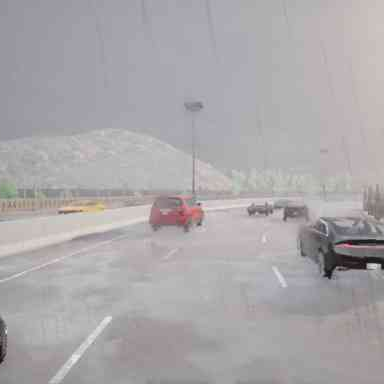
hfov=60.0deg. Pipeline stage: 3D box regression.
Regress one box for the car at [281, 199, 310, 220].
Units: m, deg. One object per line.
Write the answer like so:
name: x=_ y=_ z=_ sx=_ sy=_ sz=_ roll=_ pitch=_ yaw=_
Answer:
car: x=8.704 y=1.476 z=27.540 sx=1.882 sy=1.535 sz=5.008 roll=0 pitch=0 yaw=19

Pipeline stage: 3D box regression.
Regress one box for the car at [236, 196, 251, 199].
car: x=9.859 y=1.501 z=64.885 sx=1.837 sy=1.490 sz=4.892 roll=0 pitch=0 yaw=39

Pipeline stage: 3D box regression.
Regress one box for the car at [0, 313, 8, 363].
car: x=-3.215 y=1.505 z=2.097 sx=1.837 sy=1.490 sz=4.892 roll=0 pitch=0 yaw=2

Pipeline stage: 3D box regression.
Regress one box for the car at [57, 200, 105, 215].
car: x=-9.487 y=1.477 z=28.703 sx=1.882 sy=1.535 sz=5.008 roll=0 pitch=0 yaw=17

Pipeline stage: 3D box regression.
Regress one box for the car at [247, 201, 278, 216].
car: x=6.815 y=1.600 z=32.400 sx=1.895 sy=1.301 sz=4.718 roll=0 pitch=0 yaw=22

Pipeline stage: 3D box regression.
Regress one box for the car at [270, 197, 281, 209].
car: x=11.842 y=1.562 z=42.768 sx=1.994 sy=1.385 sz=4.181 roll=0 pitch=0 yaw=29

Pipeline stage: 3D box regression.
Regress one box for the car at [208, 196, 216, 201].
car: x=2.452 y=1.476 z=60.902 sx=1.882 sy=1.535 sz=5.008 roll=0 pitch=0 yaw=36

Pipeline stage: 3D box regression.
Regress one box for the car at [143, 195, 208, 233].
car: x=-0.788 y=1.221 z=20.152 sx=2.150 sy=2.045 sz=5.566 roll=0 pitch=0 yaw=13

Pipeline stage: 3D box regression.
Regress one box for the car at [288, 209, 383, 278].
car: x=4.470 y=1.491 z=10.012 sx=2.128 sy=1.511 sz=4.902 roll=0 pitch=0 yaw=7

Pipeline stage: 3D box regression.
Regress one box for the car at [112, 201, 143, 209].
car: x=-5.480 y=1.547 z=30.027 sx=2.033 sy=1.411 sz=5.357 roll=0 pitch=0 yaw=18
